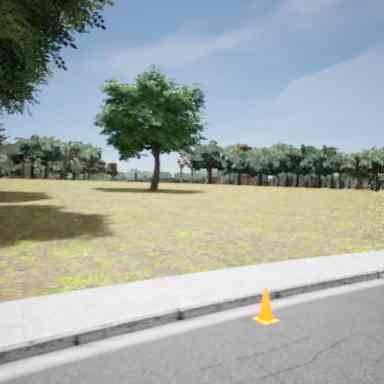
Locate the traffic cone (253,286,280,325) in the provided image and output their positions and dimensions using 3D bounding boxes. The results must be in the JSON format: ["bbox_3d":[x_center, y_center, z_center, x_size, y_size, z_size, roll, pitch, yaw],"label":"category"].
[{"bbox_3d":[1.296,1.942,5.806,0.340,0.580,0.340,0,0,-31],"label":"traffic cone"}]
